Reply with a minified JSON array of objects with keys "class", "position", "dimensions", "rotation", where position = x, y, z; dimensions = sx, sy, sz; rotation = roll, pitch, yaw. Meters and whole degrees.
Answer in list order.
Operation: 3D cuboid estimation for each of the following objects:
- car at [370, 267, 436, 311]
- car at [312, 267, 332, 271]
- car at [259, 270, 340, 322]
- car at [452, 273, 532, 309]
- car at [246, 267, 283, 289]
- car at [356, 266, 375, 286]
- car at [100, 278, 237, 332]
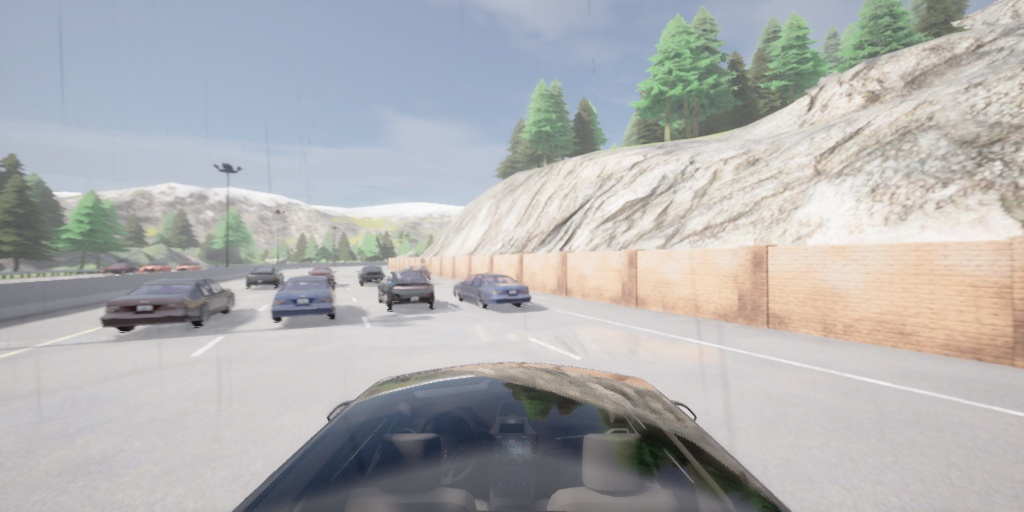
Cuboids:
[{"class":"car","position":[-4.645,1.398,15.424],"dimensions":[2.128,1.511,4.902],"rotation":[0,-1,-26]},{"class":"car","position":[-14.626,1.562,27.662],"dimensions":[1.812,1.442,4.674],"rotation":[0,-1,-26]},{"class":"car","position":[-7.349,1.421,12.976],"dimensions":[2.033,1.411,5.357],"rotation":[0,-1,-26]},{"class":"car","position":[-1.077,1.464,16.085],"dimensions":[2.033,1.411,5.357],"rotation":[0,-1,-26]},{"class":"car","position":[-17.585,1.504,25.741],"dimensions":[2.128,1.511,4.902],"rotation":[0,-1,-26]},{"class":"car","position":[-11.319,1.561,28.861],"dimensions":[1.837,1.490,4.892],"rotation":[0,0,-26]},{"class":"car","position":[-10.480,1.400,11.413],"dimensions":[2.033,1.411,5.357],"rotation":[0,-1,-26]}]
